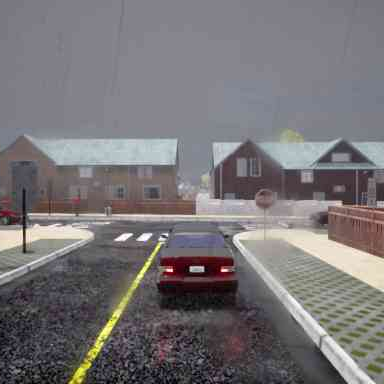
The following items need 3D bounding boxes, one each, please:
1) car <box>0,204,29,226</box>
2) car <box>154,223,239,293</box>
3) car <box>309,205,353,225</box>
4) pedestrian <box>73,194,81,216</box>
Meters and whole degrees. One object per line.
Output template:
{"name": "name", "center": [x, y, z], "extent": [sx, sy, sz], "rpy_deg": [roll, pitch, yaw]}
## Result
{"name": "car", "center": [-12.918, 1.410, 21.295], "extent": [4.674, 1.442, 1.812], "rpy_deg": [1, 0, 4]}
{"name": "car", "center": [0.094, 1.547, 8.970], "extent": [2.033, 1.411, 5.357], "rpy_deg": [0, 0, 0]}
{"name": "car", "center": [11.261, 1.668, 23.749], "extent": [5.357, 1.411, 2.033], "rpy_deg": [1, 0, 0]}
{"name": "pedestrian", "center": [-9.378, 1.053, 27.144], "extent": [0.375, 1.860, 0.375], "rpy_deg": [0, 0, 1]}
